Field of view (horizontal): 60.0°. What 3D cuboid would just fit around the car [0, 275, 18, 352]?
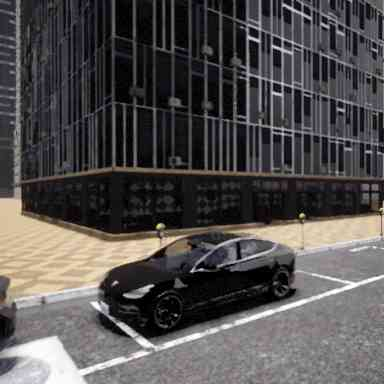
[{"bbox_3d":[-4.315,1.561,3.477,4.403,1.369,2.008,0,0,-36],"label":"car"}]

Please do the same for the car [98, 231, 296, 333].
[{"bbox_3d":[0.322,1.540,6.786,4.313,1.339,1.947,0,0,-36],"label":"car"}]
